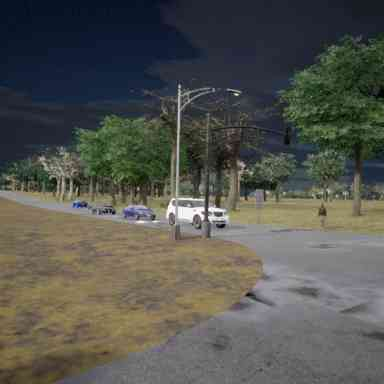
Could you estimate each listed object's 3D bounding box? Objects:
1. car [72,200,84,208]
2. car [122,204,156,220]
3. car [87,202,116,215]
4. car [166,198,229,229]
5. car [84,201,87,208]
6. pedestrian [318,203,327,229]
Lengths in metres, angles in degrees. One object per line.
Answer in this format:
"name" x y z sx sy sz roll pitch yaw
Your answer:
"car" -21.095 2.221 62.413 1.882 1.535 5.008 3 -2 -34
"car" -5.195 1.883 31.929 1.812 1.442 4.674 3 -2 -34
"car" -10.765 2.013 40.262 1.994 1.385 4.181 3 -2 -34
"car" 0.245 1.459 23.761 2.150 2.045 5.566 3 -2 -34
"car" -15.594 2.251 54.142 1.994 1.385 4.181 3 -2 -33
"pedestrian" 9.324 1.717 23.835 0.375 1.860 0.375 1 -1 -34
